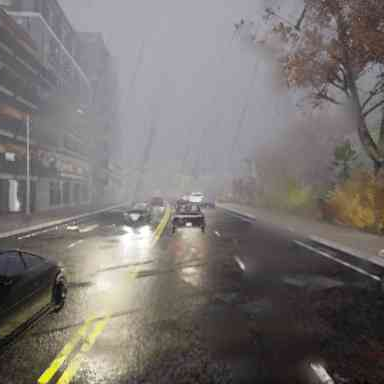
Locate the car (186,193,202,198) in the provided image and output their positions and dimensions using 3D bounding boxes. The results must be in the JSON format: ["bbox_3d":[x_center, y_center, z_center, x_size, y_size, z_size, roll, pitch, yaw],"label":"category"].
[{"bbox_3d":[0.720,1.149,58.583,2.150,2.045,5.566,0,0,-4],"label":"car"}]

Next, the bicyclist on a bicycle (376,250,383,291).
[{"bbox_3d":[4.116,1.429,6.414,0.866,1.612,1.509,0,0,-1],"label":"bicyclist on a bicycle"}]

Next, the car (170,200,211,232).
[{"bbox_3d":[-0.247,1.473,19.864,2.128,1.511,4.902,0,0,-2],"label":"car"}]

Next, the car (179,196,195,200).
[{"bbox_3d":[-1.028,1.524,37.888,1.994,1.385,4.181,0,0,-3],"label":"car"}]

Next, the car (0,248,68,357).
[{"bbox_3d":[-3.398,1.562,4.837,1.994,1.385,4.181,0,0,-1],"label":"car"}]

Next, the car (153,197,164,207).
[{"bbox_3d":[-5.202,1.423,49.672,1.882,1.535,5.008,0,0,-4],"label":"car"}]

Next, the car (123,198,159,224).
[{"bbox_3d":[-3.849,1.470,24.458,2.128,1.511,4.902,0,0,-2],"label":"car"}]

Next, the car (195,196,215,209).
[{"bbox_3d":[1.869,1.549,43.836,1.895,1.301,4.718,0,0,-4],"label":"car"}]
